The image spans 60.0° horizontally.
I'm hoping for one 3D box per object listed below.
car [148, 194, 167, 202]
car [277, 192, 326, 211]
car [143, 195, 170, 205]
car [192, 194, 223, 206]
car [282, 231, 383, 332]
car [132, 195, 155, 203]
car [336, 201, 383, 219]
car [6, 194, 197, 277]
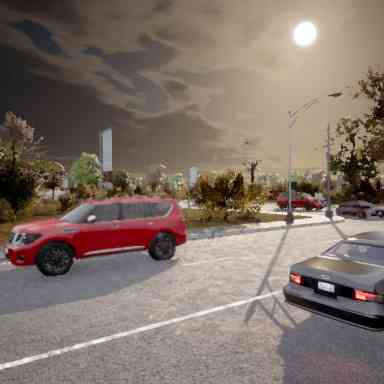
[{"bbox_3d":[-7.658,1.258,73.405,1.882,1.535,5.008,-1,0,-38],"label":"car"},{"bbox_3d":[12.193,1.034,37.465,2.150,2.045,5.566,-1,0,-39],"label":"car"},{"bbox_3d":[-5.859,1.325,54.289,1.882,1.535,5.008,-1,0,-39],"label":"car"},{"bbox_3d":[2.264,1.171,49.767,2.097,1.767,4.553,-1,0,-39],"label":"car"},{"bbox_3d":[4.143,1.528,6.719,5.357,1.411,2.033,0,0,-36],"label":"car"},{"bbox_3d":[-9.484,1.374,64.475,2.033,1.411,5.357,-1,0,-39],"label":"car"},{"bbox_3d":[13.678,1.413,26.912,1.994,1.385,4.181,0,0,-13],"label":"car"},{"bbox_3d":[-2.750,1.216,10.613,5.566,2.045,2.150,0,0,-35],"label":"car"}]
